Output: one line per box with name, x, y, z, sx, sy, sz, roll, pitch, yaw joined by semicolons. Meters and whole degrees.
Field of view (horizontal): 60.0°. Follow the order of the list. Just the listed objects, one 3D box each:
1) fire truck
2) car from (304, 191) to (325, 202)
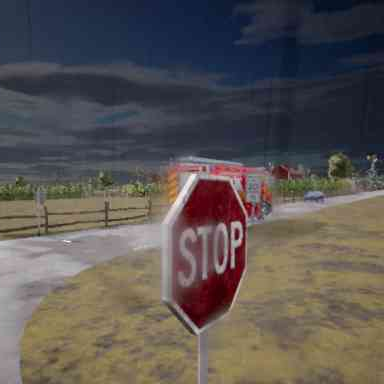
fire truck;2.169;0.009;20.647;2.891;3.827;8.468;0;1;35
car;17.391;0.617;47.268;1.882;1.535;5.008;0;1;35
